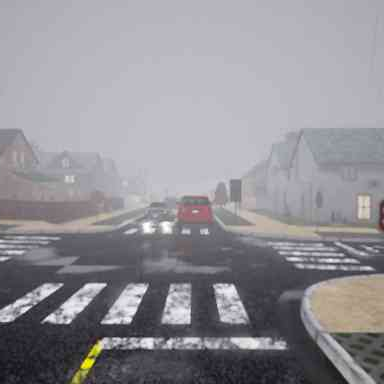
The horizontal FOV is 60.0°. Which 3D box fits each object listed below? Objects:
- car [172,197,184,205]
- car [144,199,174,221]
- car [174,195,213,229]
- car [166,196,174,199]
[{"bbox_3d":[-2.562,1.651,60.916,1.895,1.301,4.718,0,0,0],"label":"car"},{"bbox_3d":[-2.765,1.527,27.394,1.812,1.442,4.674,0,0,0],"label":"car"},{"bbox_3d":[0.183,1.224,21.638,2.150,2.045,5.566,0,0,0],"label":"car"},{"bbox_3d":[-2.709,1.348,43.341,2.097,1.767,4.553,0,0,0],"label":"car"}]
